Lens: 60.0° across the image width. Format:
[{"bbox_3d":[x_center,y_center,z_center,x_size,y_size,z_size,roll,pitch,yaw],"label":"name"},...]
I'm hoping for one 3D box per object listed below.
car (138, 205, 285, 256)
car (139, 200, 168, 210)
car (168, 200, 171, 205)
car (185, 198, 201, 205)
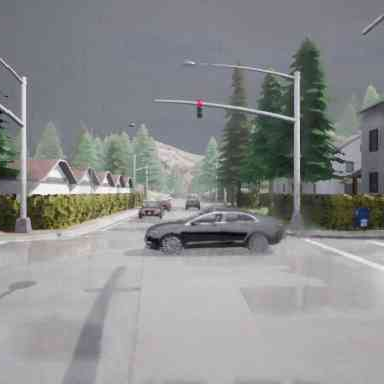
[{"bbox_3d":[0.796,1.357,11.852,4.902,1.511,2.128,-1,0,0],"label":"car"},{"bbox_3d":[-3.493,1.570,29.348,1.994,1.385,4.181,0,0,0],"label":"car"},{"bbox_3d":[-3.491,1.609,39.343,1.895,1.301,4.718,0,0,0],"label":"car"},{"bbox_3d":[0.110,1.513,43.314,1.837,1.490,4.892,0,0,0],"label":"car"}]
